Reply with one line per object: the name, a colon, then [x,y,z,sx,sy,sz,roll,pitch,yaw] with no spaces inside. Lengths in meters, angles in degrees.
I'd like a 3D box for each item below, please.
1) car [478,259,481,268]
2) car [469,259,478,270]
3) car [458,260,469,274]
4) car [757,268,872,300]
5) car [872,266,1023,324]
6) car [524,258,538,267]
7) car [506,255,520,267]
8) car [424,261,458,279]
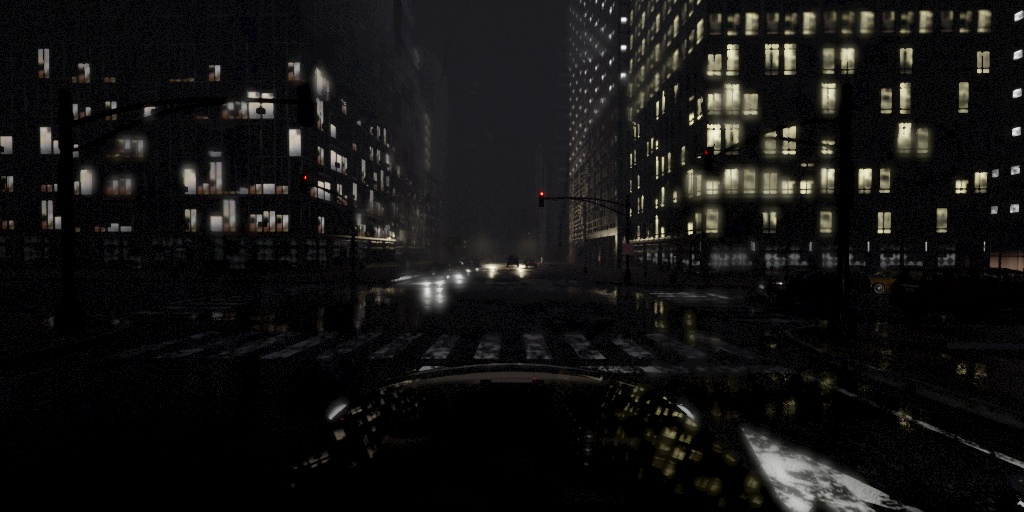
car: [-6.419,1.182,61.737,1.882,1.535,5.008,0,0,1]
car: [-6.479,1.263,51.397,2.033,1.411,5.357,0,0,0]
car: [-6.510,1.326,41.626,1.895,1.301,4.718,0,0,0]
car: [15.280,1.357,18.270,4.902,1.511,2.128,1,1,2]
car: [16.215,1.281,12.439,5.009,1.841,2.192,0,0,1]
car: [3.395,1.228,63.253,1.812,1.442,4.674,0,0,0]
car: [0.144,0.925,62.873,2.150,2.045,5.566,0,0,0]
car: [-6.533,1.225,32.344,2.128,1.511,4.902,0,0,0]
